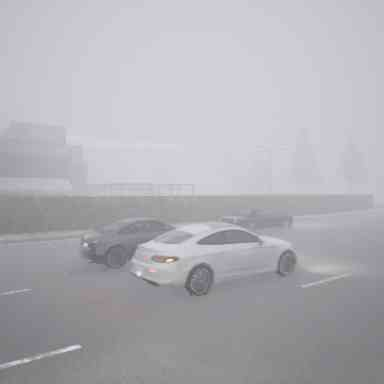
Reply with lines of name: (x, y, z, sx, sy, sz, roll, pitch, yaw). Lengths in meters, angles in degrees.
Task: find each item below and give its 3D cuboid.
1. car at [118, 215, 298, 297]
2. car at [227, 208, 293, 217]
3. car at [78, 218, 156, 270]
car: (0.718, 1.526, 8.570, 4.674, 1.442, 1.812, 0, 0, -36)
car: (3.766, 1.601, 19.320, 4.718, 1.301, 1.895, 0, 0, -35)
car: (-1.593, 1.564, 11.204, 4.181, 1.385, 1.994, 0, 0, -35)
